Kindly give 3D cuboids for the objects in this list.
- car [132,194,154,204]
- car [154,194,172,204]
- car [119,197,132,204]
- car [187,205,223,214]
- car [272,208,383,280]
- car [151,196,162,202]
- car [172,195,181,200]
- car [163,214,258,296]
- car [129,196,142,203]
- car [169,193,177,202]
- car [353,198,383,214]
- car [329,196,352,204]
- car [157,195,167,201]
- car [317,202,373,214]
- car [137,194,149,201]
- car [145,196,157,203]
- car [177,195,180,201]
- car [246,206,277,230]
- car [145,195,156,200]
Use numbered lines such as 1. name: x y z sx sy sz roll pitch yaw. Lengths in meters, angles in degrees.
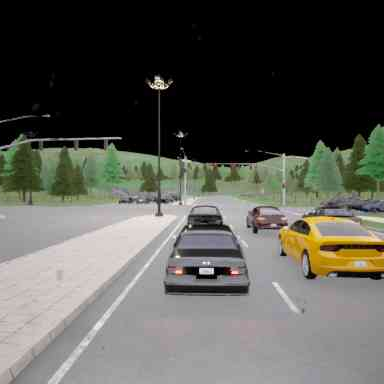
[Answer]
1. car: -9.120 1.491 62.322 2.128 1.511 4.902 0 0 3
2. car: -5.560 1.600 63.431 1.895 1.301 4.718 0 0 3
3. car: -12.558 1.564 63.465 1.994 1.385 4.181 0 0 3
4. car: 0.736 1.478 18.633 1.882 1.535 5.008 0 0 3
5. car: 3.938 1.478 10.019 1.882 1.535 5.008 0 0 3
6. car: -8.381 1.552 79.285 1.994 1.385 4.181 0 0 2
7. car: -4.312 1.533 93.060 2.033 1.411 5.357 0 0 3
8. car: 0.383 1.547 8.813 2.033 1.411 5.357 0 0 2
9. car: -12.172 1.524 72.086 1.812 1.442 4.674 0 0 2
10. car: -5.155 1.355 72.365 2.097 1.767 4.553 0 0 2
11. car: 20.263 1.547 34.975 5.357 1.411 2.033 0 0 3
12. car: 19.048 1.491 38.555 4.902 1.511 2.128 0 0 3
13. car: -7.974 1.524 89.411 2.128 1.511 4.902 0 0 2
14. car: 7.756 1.547 18.853 2.033 1.411 5.357 0 0 3
15. car: -11.818 1.355 80.942 2.097 1.767 4.553 0 0 2
16. car: -8.706 1.552 71.173 1.994 1.385 4.181 0 0 2
17. car: -4.744 1.225 82.657 2.150 2.045 5.566 0 0 2
18. car: 4.270 1.526 19.238 1.812 1.442 4.674 0 0 3
19. car: -11.405 1.539 91.176 2.033 1.411 5.357 0 0 2
